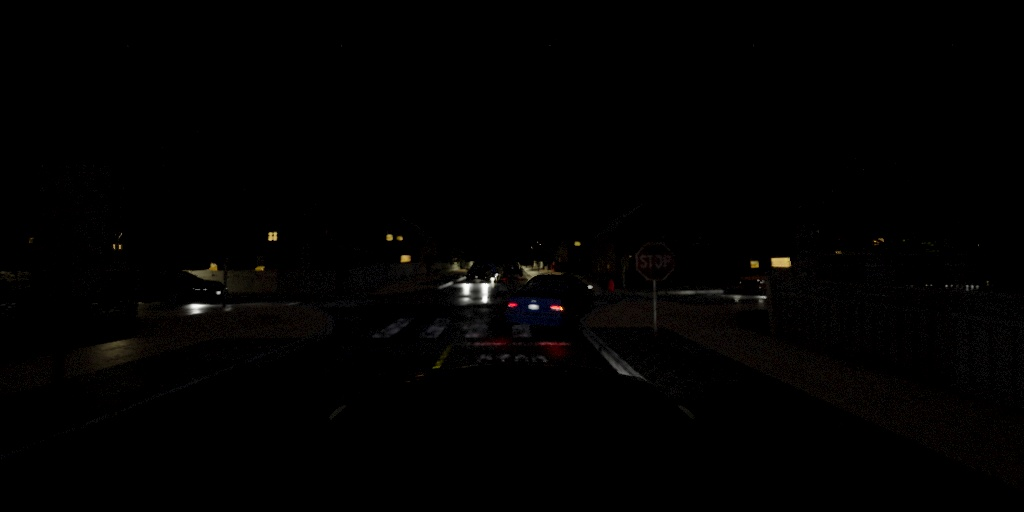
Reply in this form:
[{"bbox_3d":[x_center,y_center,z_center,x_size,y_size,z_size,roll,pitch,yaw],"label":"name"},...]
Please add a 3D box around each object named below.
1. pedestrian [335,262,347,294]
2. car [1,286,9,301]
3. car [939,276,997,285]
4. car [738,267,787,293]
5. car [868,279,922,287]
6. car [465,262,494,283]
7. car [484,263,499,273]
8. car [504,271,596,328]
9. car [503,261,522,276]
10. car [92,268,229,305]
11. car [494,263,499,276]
[{"bbox_3d":[-9.807,1.219,20.446,0.375,1.860,0.375,0,-3,-1],"label":"pedestrian"},{"bbox_3d":[-24.568,1.300,15.443,4.892,1.490,1.837,0,-3,6],"label":"car"},{"bbox_3d":[34.647,1.396,27.185,5.357,1.411,2.033,0,-3,-24],"label":"car"},{"bbox_3d":[15.668,1.372,20.872,5.008,1.535,1.882,0,-3,-14],"label":"car"},{"bbox_3d":[24.762,1.365,23.460,4.892,1.490,1.837,0,-3,-19],"label":"car"},{"bbox_3d":[-2.834,1.445,30.953,1.837,1.490,4.892,0,0,0],"label":"car"},{"bbox_3d":[-2.826,1.668,50.483,1.994,1.385,4.181,0,-1,0],"label":"car"},{"bbox_3d":[1.454,1.302,11.715,2.033,1.411,5.357,1,2,21],"label":"car"},{"bbox_3d":[0.088,1.378,41.610,2.097,1.767,4.553,0,0,0],"label":"car"},{"bbox_3d":[-14.399,1.260,14.751,4.892,1.490,1.837,0,-3,2],"label":"car"},{"bbox_3d":[-2.822,1.494,40.511,1.882,1.535,5.008,0,0,0],"label":"car"}]
